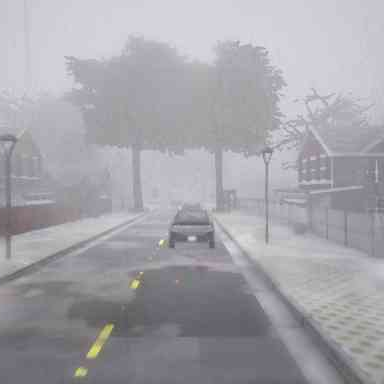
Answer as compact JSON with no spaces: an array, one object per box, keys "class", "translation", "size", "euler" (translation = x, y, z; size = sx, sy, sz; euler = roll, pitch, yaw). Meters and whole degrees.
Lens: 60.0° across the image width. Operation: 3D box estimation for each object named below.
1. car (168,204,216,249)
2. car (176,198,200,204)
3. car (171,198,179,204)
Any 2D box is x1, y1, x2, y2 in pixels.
[{"class":"car","translation":[0.000,1.509,14.652],"size":[2.128,1.511,4.902],"euler":[0,0,0]},{"class":"car","translation":[0.000,1.555,29.654],"size":[2.128,1.511,4.902],"euler":[0,0,0]},{"class":"car","translation":[-2.750,1.737,59.538],"size":[1.882,1.535,5.008],"euler":[0,0,0]}]
